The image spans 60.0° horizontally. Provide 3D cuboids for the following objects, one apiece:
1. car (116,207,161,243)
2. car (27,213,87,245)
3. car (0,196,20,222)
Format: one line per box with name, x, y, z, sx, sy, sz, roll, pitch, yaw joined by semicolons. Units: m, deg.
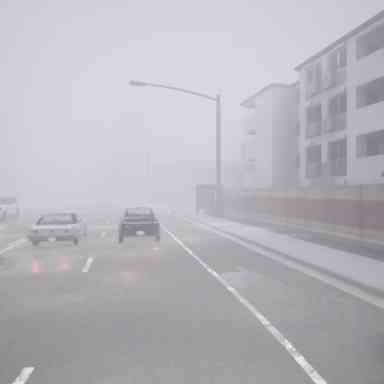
car;-2.619;1.494;16.164;2.128;1.511;4.902;0;0;-11
car;-6.055;1.615;15.497;1.895;1.301;4.718;0;0;-11
car;-15.615;1.325;26.772;2.150;2.045;5.566;0;0;-13
